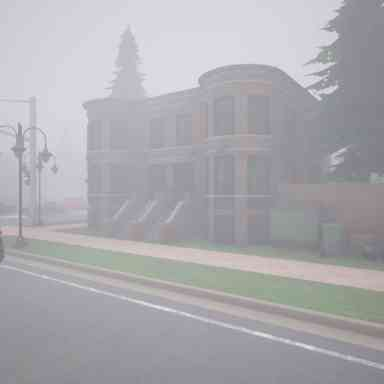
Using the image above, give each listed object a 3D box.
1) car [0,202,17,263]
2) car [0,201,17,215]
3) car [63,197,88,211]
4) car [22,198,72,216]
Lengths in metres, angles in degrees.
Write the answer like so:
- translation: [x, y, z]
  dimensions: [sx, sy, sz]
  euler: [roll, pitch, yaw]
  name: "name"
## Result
- translation: [-7.366, 1.221, 9.223]
  dimensions: [5.566, 2.045, 2.150]
  euler: [0, 0, 36]
  name: "car"
- translation: [-19.670, 1.601, 31.951]
  dimensions: [1.895, 1.301, 4.718]
  euler: [0, 0, 35]
  name: "car"
- translation: [-14.678, 1.352, 39.326]
  dimensions: [2.097, 1.767, 4.553]
  euler: [0, 0, 33]
  name: "car"
- translation: [-14.647, 1.564, 33.089]
  dimensions: [1.994, 1.385, 4.181]
  euler: [0, 0, 34]
  name: "car"
